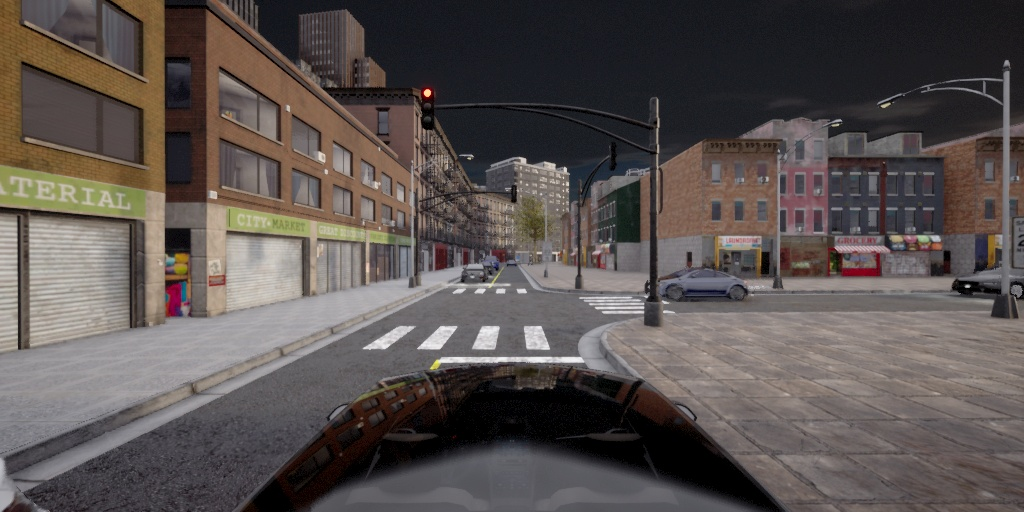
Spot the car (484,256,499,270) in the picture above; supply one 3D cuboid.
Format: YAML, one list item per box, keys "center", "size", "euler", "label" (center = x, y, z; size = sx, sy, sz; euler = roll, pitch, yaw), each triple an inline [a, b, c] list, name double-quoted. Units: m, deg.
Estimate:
- center: [-2.948, 0.990, 49.726]
  size: [2.150, 2.045, 5.566]
  euler: [0, 0, 1]
  label: "car"

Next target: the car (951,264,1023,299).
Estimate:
- center: [23.087, 1.118, 16.272]
  size: [4.892, 1.490, 1.837]
  euler: [0, 0, 0]
  label: "car"

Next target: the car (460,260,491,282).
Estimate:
- center: [-2.908, 1.278, 28.673]
  size: [1.812, 1.442, 4.674]
  euler: [0, 0, 0]
  label: "car"

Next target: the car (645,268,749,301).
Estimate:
- center: [8.319, 1.254, 16.369]
  size: [4.181, 1.385, 1.994]
  euler: [0, 0, 3]
  label: "car"

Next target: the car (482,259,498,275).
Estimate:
- center: [-2.943, 1.306, 39.105]
  size: [2.033, 1.411, 5.357]
  euler: [0, 0, 0]
  label: "car"
